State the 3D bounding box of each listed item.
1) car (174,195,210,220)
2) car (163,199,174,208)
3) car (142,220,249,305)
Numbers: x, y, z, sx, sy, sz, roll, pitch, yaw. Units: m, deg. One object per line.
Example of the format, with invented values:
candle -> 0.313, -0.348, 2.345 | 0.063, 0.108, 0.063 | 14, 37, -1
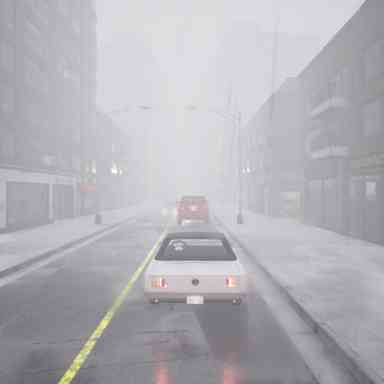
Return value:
car -> 0.092, 1.224, 24.172 | 2.150, 2.045, 5.566 | 0, 0, 0
car -> -3.089, 1.618, 47.199 | 1.895, 1.301, 4.718 | 0, 0, 0
car -> 0.093, 1.601, 8.037 | 1.895, 1.301, 4.718 | 0, 0, 1
